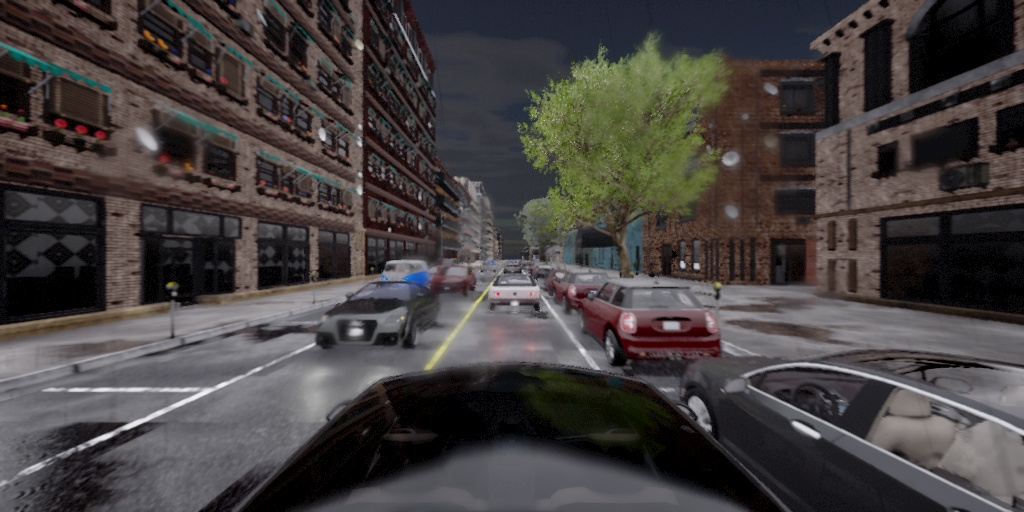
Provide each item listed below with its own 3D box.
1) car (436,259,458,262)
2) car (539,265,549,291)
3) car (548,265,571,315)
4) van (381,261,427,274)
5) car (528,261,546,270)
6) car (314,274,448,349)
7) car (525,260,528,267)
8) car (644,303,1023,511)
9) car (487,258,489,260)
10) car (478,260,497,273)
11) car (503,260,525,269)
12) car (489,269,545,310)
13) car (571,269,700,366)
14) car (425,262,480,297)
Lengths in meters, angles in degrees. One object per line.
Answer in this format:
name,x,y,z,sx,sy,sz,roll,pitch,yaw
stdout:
car,-5.681,1.135,30.777,2.192,1.841,5.009,0,0,0
car,2.696,1.371,19.380,1.802,1.307,4.207,0,0,0
car,2.694,1.215,13.683,1.967,1.591,4.097,0,0,0
van,-5.685,1.130,19.384,1.690,1.789,3.998,0,0,0
car,2.699,1.370,30.773,2.007,1.370,4.403,0,0,0
car,-3.080,1.330,9.096,1.994,1.385,4.181,0,0,0
car,2.701,1.276,36.470,1.967,1.591,4.097,0,0,0
car,2.691,1.302,2.290,2.007,1.370,4.403,0,0,0
car,-5.671,1.480,64.958,1.888,1.381,4.507,0,0,0
car,-2.986,1.472,46.418,1.895,1.301,4.718,0,0,0
car,0.083,1.332,37.124,2.128,1.511,4.902,0,0,0
car,0.103,1.379,14.829,1.895,1.301,4.718,0,0,0
car,2.693,1.203,7.987,1.967,1.591,4.097,0,0,0
car,-3.065,1.267,19.521,1.882,1.535,5.008,0,0,1
